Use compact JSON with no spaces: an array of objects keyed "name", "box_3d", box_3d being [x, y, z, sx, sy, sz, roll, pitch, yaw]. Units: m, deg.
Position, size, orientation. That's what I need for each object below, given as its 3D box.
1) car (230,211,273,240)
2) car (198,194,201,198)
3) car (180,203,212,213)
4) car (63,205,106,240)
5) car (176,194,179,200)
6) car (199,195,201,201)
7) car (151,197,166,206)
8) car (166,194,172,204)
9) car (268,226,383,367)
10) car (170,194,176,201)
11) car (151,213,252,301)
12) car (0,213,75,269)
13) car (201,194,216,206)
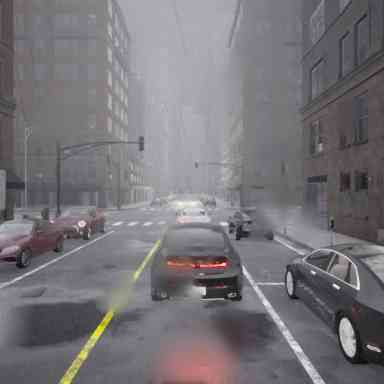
[{"name":"car","box_3d":[2.856,1.566,16.636,1.947,1.339,4.313,0,0,0]},{"name":"car","box_3d":[2.932,1.523,75.362,1.967,1.590,4.097,0,0,0]},{"name":"car","box_3d":[0.083,1.526,17.449,1.812,1.442,4.674,0,0,-1]},{"name":"car","box_3d":[-5.669,1.440,16.637,1.967,1.590,4.097,0,0,0]},{"name":"car","box_3d":[-5.563,1.456,91.600,2.192,1.841,5.009,0,0,0]},{"name":"car","box_3d":[2.913,1.606,64.544,2.008,1.369,4.403,0,0,0]},{"name":"car","box_3d":[-5.632,1.617,53.740,1.802,1.307,4.206,0,0,0]},{"name":"car","box_3d":[-5.612,1.606,64.557,2.008,1.369,4.403,0,0,0]},{"name":"car","box_3d":[2.856,1.550,5.634,2.008,1.369,4.403,0,0,0]},{"name":"car","box_3d":[-5.582,1.625,80.613,1.752,1.417,4.829,0,0,0]},{"name":"car","box_3d":[0.098,1.505,8.301,1.837,1.490,4.892,0,0,0]},{"name":"car","box_3d":[-5.670,1.582,11.136,1.802,1.307,4.206,0,0,0]},{"name":"car","box_3d":[2.892,1.475,53.727,1.967,1.590,4.097,0,0,0]}]
